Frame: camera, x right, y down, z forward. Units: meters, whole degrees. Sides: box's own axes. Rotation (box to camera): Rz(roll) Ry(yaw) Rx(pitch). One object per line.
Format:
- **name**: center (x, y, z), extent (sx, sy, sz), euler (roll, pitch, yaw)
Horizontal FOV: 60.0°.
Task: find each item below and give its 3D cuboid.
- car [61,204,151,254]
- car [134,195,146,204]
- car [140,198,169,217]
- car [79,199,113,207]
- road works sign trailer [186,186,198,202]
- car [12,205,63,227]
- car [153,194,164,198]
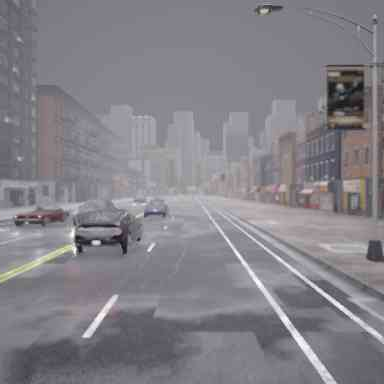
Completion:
- **car**: center (-3.154, 1.448, 13.371), extent (2.128, 1.511, 4.902), euler (0, 0, 0)
- **car**: center (-9.781, 1.373, 62.950), extent (1.882, 1.535, 5.008), euler (0, 0, 0)
- **car**: center (-3.157, 1.489, 30.205), extent (1.994, 1.385, 4.181), euler (0, 0, 0)
- **car**: center (-6.602, 1.289, 23.047), extent (2.097, 1.767, 4.553), euler (0, 0, 0)
- **road works sign trailer**: center (-0.013, 0.366, 71.080), extent (2.380, 3.560, 2.880), euler (0, 0, 0)
- **car**: center (-9.854, 1.540, 22.065), extent (1.895, 1.301, 4.718), euler (0, 0, 0)
- **car**: center (-6.528, 1.249, 64.302), extent (2.097, 1.767, 4.553), euler (0, 0, 0)
